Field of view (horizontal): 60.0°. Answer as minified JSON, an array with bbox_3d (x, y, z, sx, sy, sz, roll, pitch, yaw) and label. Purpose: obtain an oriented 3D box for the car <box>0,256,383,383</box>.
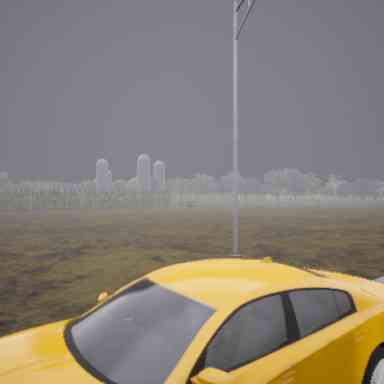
[{"bbox_3d":[0.151,1.478,3.174,5.008,1.535,1.882,0,0,-35],"label":"car"}]
